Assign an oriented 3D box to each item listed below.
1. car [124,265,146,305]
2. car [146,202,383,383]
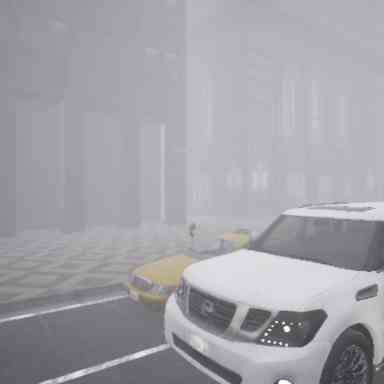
[{"bbox_3d":[0.941,1.514,7.318,4.829,1.417,1.752,0,0,-35],"label":"car"},{"bbox_3d":[2.326,1.210,5.035,5.566,2.045,2.150,0,0,-35],"label":"car"}]
